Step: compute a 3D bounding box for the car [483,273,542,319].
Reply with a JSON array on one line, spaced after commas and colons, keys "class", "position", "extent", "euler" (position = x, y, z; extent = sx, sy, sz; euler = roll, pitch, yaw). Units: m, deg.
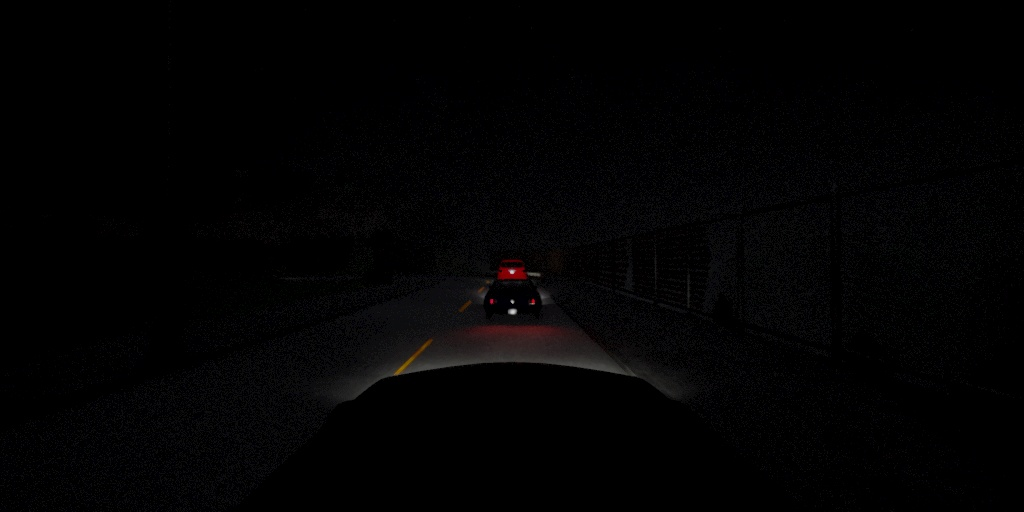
[{"class": "car", "position": [0.044, 1.489, 13.493], "extent": [1.895, 1.301, 4.718], "euler": [0, -1, 1]}]

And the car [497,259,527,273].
[{"class": "car", "position": [-0.006, 1.281, 28.060], "extent": [2.150, 2.045, 5.566], "euler": [0, 0, 0]}]
